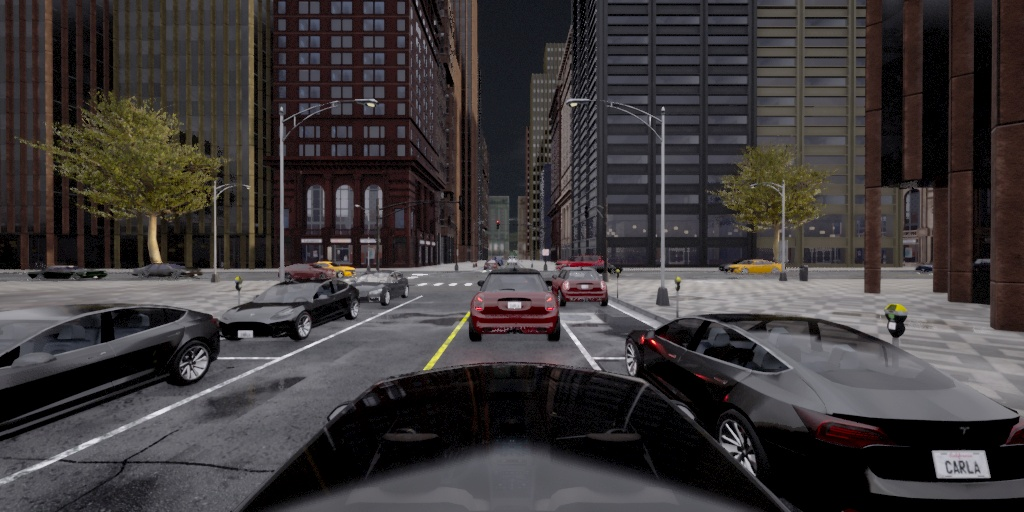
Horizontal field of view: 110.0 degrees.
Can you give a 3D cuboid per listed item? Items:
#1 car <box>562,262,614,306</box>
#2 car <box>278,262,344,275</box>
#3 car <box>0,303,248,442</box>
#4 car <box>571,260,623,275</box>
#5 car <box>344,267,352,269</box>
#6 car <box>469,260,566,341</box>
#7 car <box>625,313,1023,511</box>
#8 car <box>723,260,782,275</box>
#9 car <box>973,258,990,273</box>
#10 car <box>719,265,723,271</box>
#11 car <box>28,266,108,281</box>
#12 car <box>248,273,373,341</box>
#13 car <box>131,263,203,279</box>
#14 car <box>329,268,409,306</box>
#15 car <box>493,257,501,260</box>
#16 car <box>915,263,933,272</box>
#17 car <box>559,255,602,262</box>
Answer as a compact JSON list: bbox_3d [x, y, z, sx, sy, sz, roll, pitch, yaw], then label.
[{"bbox_3d":[2.778,1.190,15.553,1.967,1.591,4.097,0,0,0],"label":"car"},{"bbox_3d":[-17.231,1.345,30.414,4.674,1.442,1.812,0,0,-2],"label":"car"},{"bbox_3d":[-5.760,1.316,4.288,1.948,1.339,4.313,0,0,0],"label":"car"},{"bbox_3d":[8.874,1.321,37.141,4.718,1.301,1.895,0,0,0],"label":"car"},{"bbox_3d":[-17.306,1.281,33.660,5.008,1.535,1.882,0,0,1],"label":"car"},{"bbox_3d":[0.077,1.102,10.017,2.097,1.767,4.553,0,0,1],"label":"car"},{"bbox_3d":[2.765,1.316,4.281,1.948,1.339,4.313,0,0,0],"label":"car"},{"bbox_3d":[25.160,1.162,37.157,5.008,1.535,1.882,0,0,0],"label":"car"},{"bbox_3d":[48.132,0.992,37.096,4.553,1.767,2.097,0,0,0],"label":"car"},{"bbox_3d":[26.028,1.171,40.408,4.892,1.490,1.837,0,0,0],"label":"car"},{"bbox_3d":[-37.497,1.476,30.403,4.718,1.301,1.895,0,0,0],"label":"car"},{"bbox_3d":[-5.754,1.316,9.925,1.948,1.339,4.313,0,0,0],"label":"car"},{"bbox_3d":[-32.323,1.393,33.651,5.357,1.411,2.033,0,0,0],"label":"car"},{"bbox_3d":[-5.747,1.301,15.562,2.007,1.370,4.403,0,0,0],"label":"car"},{"bbox_3d":[-3.011,1.295,52.021,1.812,1.442,4.674,0,0,1],"label":"car"},{"bbox_3d":[48.891,1.172,40.336,5.357,1.411,2.033,0,0,0],"label":"car"},{"bbox_3d":[7.657,0.931,40.458,5.566,2.045,2.150,0,0,1],"label":"car"}]
